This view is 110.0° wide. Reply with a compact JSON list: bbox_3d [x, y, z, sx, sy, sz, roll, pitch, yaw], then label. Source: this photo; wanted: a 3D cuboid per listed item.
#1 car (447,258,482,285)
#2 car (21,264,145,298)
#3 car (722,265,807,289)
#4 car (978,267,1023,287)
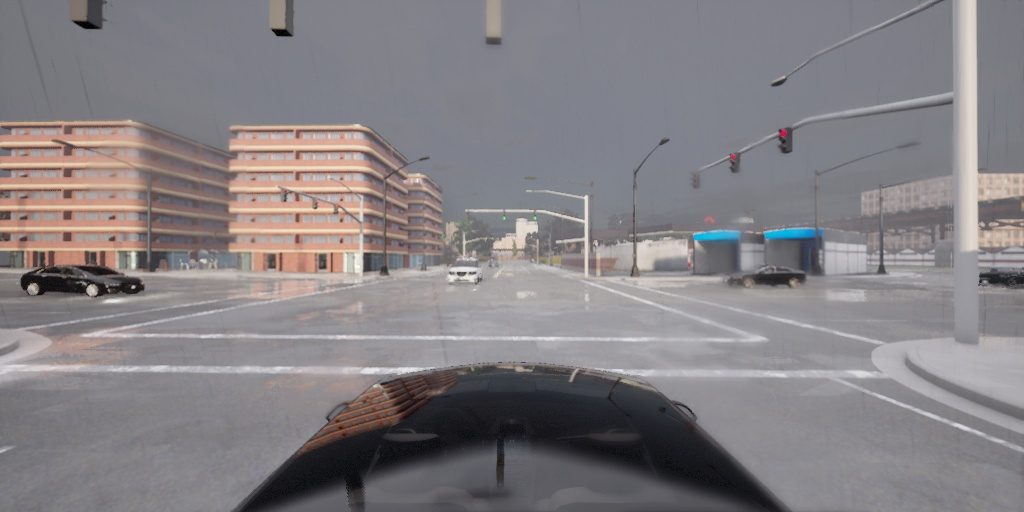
[{"bbox_3d":[-3.509,1.194,27.685,2.150,2.045,5.566,0,0,0],"label":"car"},{"bbox_3d":[-21.072,1.196,17.718,4.892,1.490,1.837,2,0,1],"label":"car"},{"bbox_3d":[16.532,1.356,23.584,4.902,1.511,2.128,0,0,0],"label":"car"},{"bbox_3d":[34.682,1.475,25.355,4.718,1.301,1.895,0,0,-18],"label":"car"}]
